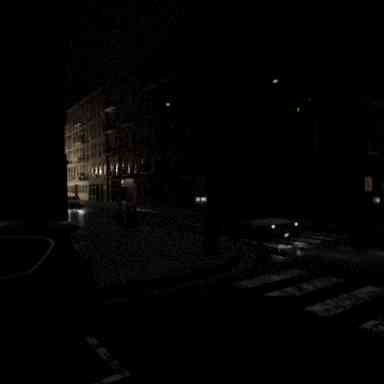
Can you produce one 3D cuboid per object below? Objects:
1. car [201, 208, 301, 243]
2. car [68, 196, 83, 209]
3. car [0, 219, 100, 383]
[{"bbox_3d":[2.541,1.425,15.257,1.895,1.301,4.718,-1,1,-36],"label":"car"},{"bbox_3d":[-14.142,1.219,38.515,1.812,1.442,4.674,-1,1,-36],"label":"car"},{"bbox_3d":[-3.554,1.326,3.652,5.009,1.841,2.192,-1,1,-36],"label":"car"}]
